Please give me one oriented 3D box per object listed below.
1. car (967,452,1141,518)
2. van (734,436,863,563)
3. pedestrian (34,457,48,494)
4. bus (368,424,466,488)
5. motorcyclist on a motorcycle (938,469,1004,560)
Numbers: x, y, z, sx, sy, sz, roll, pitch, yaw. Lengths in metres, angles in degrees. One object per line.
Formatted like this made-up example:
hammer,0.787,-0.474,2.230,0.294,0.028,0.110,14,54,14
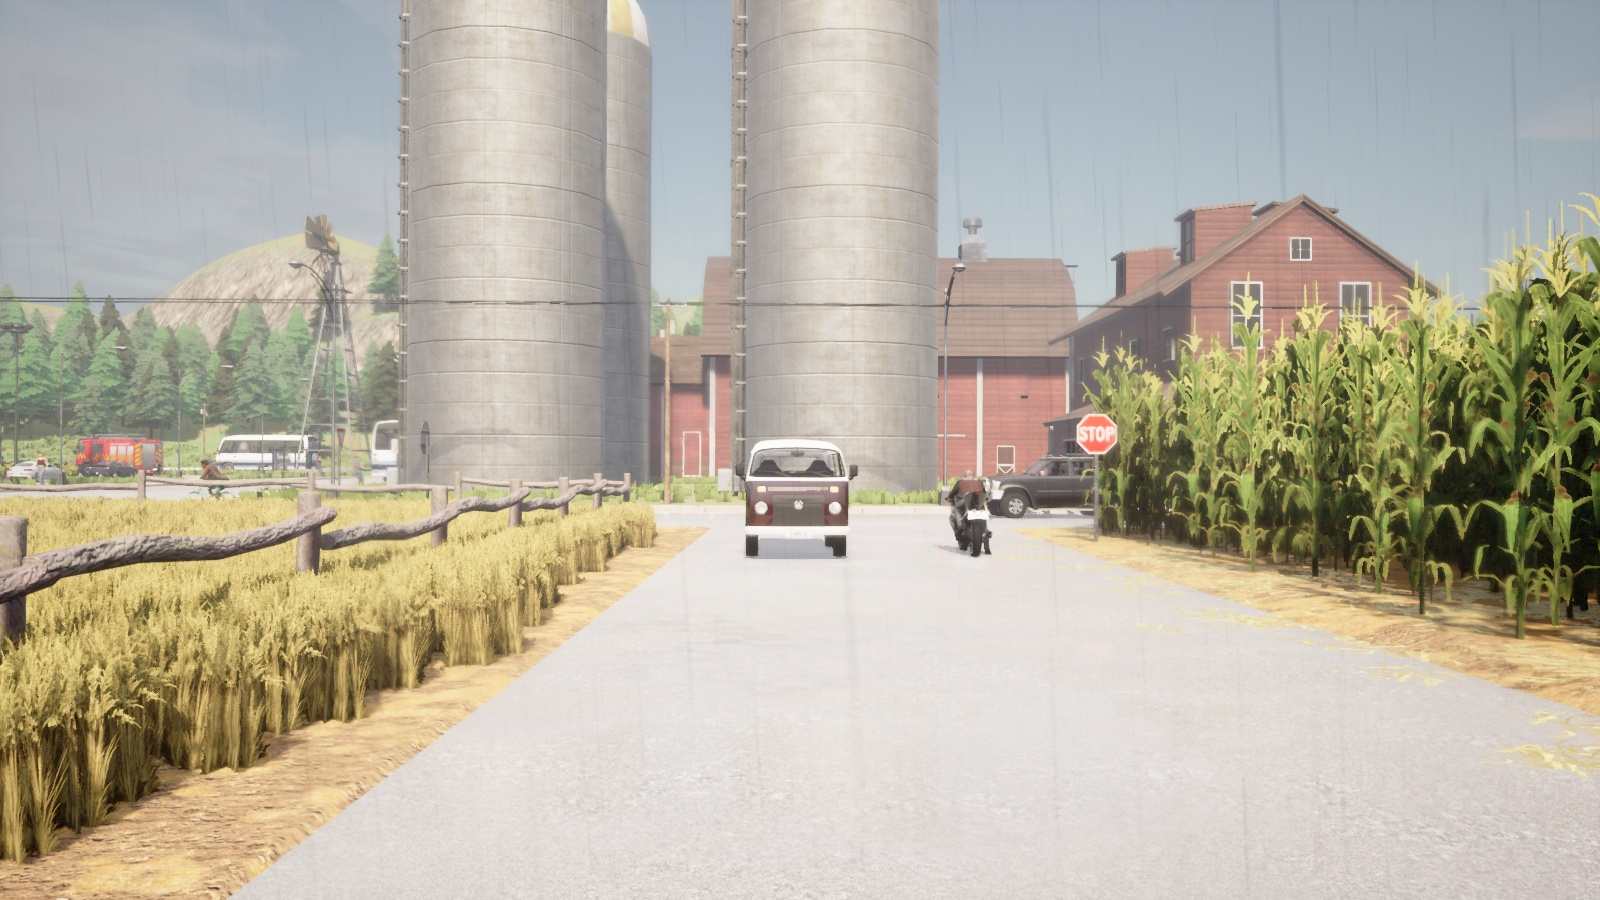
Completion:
car,7.429,1.012,36.950,4.605,1.855,1.932,0,-1,-7
van,-0.107,0.814,22.474,2.069,2.038,4.480,0,-1,-2
pedestrian,-38.064,1.274,62.968,0.345,1.836,0.594,0,-1,-2
bus,-26.784,0.434,88.426,3.944,4.253,10.273,0,-1,-1
motorcyclist on a motorcycle,3.036,1.112,22.452,0.866,1.530,2.191,0,0,0
